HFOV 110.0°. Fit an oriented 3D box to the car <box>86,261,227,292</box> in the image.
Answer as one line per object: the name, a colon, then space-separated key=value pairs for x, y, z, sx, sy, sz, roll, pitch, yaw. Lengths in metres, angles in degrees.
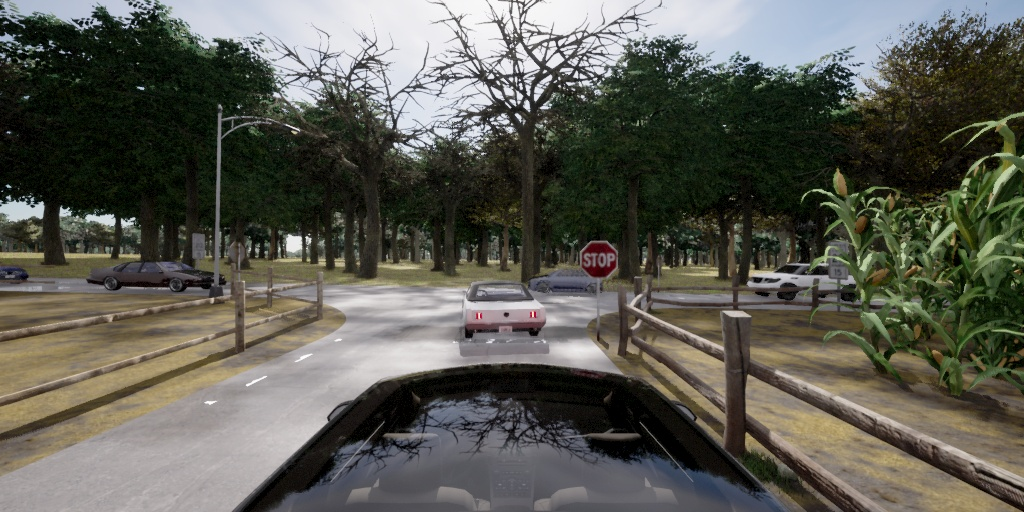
car: x=-16.976 y=0.924 z=17.248 sx=5.357 sy=1.411 sz=2.033 roll=1 pitch=0 yaw=0

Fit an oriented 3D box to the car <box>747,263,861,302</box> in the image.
car: x=16.391 y=1.393 z=20.043 sx=5.566 sy=2.045 sz=2.150 roll=2 pitch=0 yaw=0

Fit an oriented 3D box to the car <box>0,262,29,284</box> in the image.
car: x=-26.498 y=0.678 z=17.291 sx=4.674 sy=1.442 sz=1.812 roll=2 pitch=0 yaw=0

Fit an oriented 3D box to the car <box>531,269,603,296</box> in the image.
car: x=2.941 y=1.416 z=20.105 sx=4.181 sy=1.385 sz=1.994 roll=1 pitch=0 yaw=0

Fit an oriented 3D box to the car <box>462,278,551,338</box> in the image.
car: x=-0.458 y=1.351 z=10.221 sx=1.895 sy=1.301 sz=4.718 roll=0 pitch=0 yaw=-8

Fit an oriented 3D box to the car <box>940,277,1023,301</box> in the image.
car: x=27.058 y=1.901 z=19.986 sx=5.008 sy=1.535 sz=1.882 roll=1 pitch=0 yaw=0
